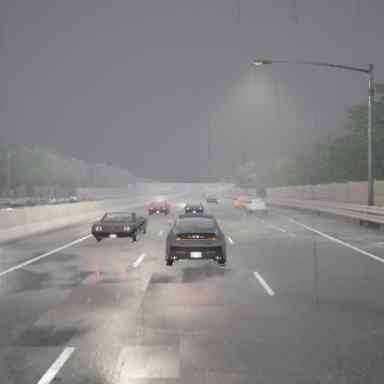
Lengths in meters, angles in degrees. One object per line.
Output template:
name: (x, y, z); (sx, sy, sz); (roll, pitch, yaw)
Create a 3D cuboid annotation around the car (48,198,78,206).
car: (-17.337, 1.594, 45.848); (2.033, 1.411, 5.357); (0, 0, 1)

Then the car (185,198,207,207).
car: (0.235, 1.623, 34.211); (1.895, 1.301, 4.718); (0, 0, 0)

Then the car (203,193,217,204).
car: (4.017, 1.462, 69.106); (2.097, 1.767, 4.553); (0, 0, 1)

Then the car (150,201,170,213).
car: (-3.265, 1.623, 34.155); (1.895, 1.301, 4.718); (0, 0, 0)

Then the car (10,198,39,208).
car: (-24.295, 1.600, 48.544); (2.033, 1.411, 5.357); (0, 0, 1)

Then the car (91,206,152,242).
car: (-3.364, 1.602, 16.432); (1.895, 1.301, 4.718); (0, 0, 0)

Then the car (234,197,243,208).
car: (7.279, 1.532, 48.298); (1.882, 1.535, 5.008); (0, 0, 1)

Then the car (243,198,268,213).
car: (7.062, 1.552, 36.572); (1.812, 1.442, 4.674); (0, 0, 2)

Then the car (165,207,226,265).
car: (0.122, 1.505, 11.713); (1.837, 1.490, 4.892); (0, 0, 0)

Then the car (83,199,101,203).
car: (-13.833, 1.649, 46.709); (1.895, 1.301, 4.718); (0, 0, 1)

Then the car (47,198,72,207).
car: (-20.749, 1.664, 52.304); (1.895, 1.301, 4.718); (0, 0, 1)
